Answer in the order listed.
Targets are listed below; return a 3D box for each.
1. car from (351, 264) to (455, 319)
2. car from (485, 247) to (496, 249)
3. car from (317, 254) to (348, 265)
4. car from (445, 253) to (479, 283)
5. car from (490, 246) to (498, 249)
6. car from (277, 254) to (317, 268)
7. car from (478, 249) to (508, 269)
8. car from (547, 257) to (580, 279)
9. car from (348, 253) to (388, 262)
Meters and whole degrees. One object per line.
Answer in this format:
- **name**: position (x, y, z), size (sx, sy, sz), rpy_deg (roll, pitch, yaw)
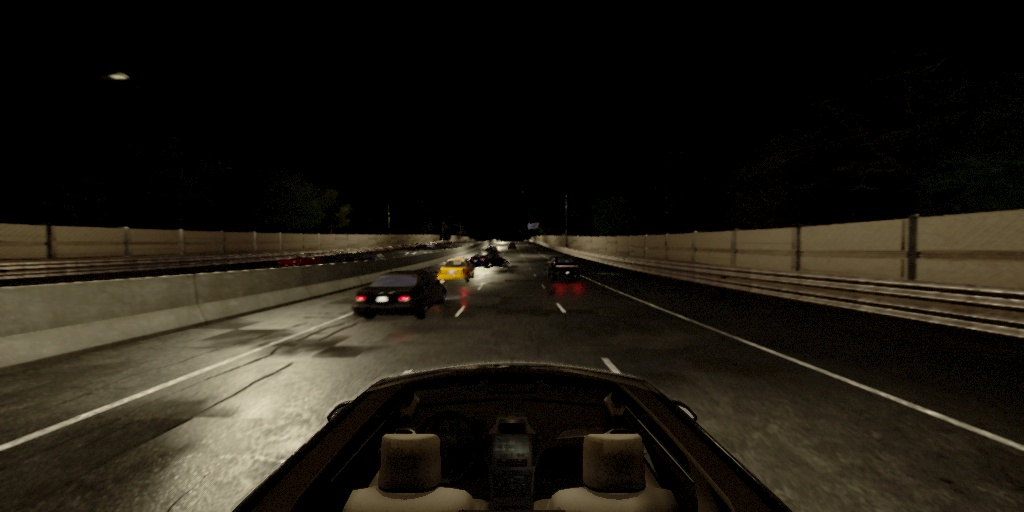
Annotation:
- **car**: position (-3.497, 1.169, 12.173), size (2.033, 1.411, 5.357), rpy_deg (0, 1, 0)
- **car**: position (-3.488, 0.030, 45.137), size (2.033, 1.411, 5.357), rpy_deg (0, 3, 0)
- **car**: position (-17.555, 0.443, 36.612), size (1.994, 1.385, 4.181), rpy_deg (0, 3, 0)
- **car**: position (-3.494, 0.828, 23.348), size (1.801, 1.575, 5.366), rpy_deg (0, 2, 0)
- **car**: position (-3.485, -0.555, 56.125), size (1.837, 1.490, 4.892), rpy_deg (0, 3, 0)
- **car**: position (-21.059, 0.522, 35.704), size (1.895, 1.301, 4.718), rpy_deg (0, 2, 0)
- **car**: position (-2.268, 0.412, 35.906), size (2.163, 1.488, 4.792), rpy_deg (1, 3, 30)
- **car**: position (3.607, 0.800, 25.652), size (2.128, 1.511, 4.902), rpy_deg (0, 2, 0)
- **car**: position (-14.058, 0.446, 36.166), size (2.033, 1.411, 5.357), rpy_deg (0, 3, 0)
